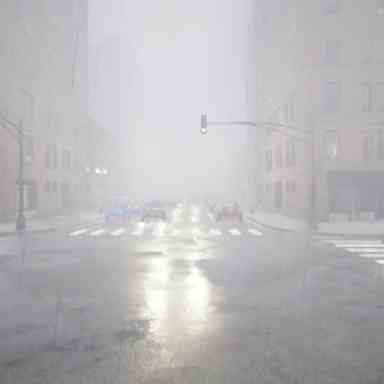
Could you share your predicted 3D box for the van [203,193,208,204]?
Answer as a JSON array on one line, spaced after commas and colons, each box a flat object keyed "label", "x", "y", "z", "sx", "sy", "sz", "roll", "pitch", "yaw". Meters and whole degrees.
[{"label": "van", "x": 2.903, "y": 1.241, "z": 48.845, "sx": 1.690, "sy": 1.788, "sz": 3.998, "roll": 0, "pitch": 0, "yaw": 0}]

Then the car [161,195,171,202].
[{"label": "car", "x": -5.526, "y": 1.375, "z": 71.379, "sx": 1.752, "sy": 1.417, "sz": 4.829, "roll": 0, "pitch": 0, "yaw": 0}]

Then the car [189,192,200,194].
[{"label": "car", "x": 0.312, "y": 1.076, "z": 66.605, "sx": 2.150, "sy": 2.045, "sz": 5.566, "roll": 0, "pitch": 0, "yaw": 0}]

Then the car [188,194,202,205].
[{"label": "car", "x": 0.270, "y": 1.447, "z": 56.573, "sx": 1.994, "sy": 1.385, "sz": 4.181, "roll": 0, "pitch": 0, "yaw": 0}]

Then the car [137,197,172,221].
[{"label": "car", "x": -2.949, "y": 1.449, "z": 27.033, "sx": 1.837, "sy": 1.490, "sz": 4.892, "roll": 0, "pitch": 0, "yaw": 0}]

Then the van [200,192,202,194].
[{"label": "van", "x": 2.976, "y": 1.203, "z": 65.852, "sx": 1.690, "sy": 1.788, "sz": 3.998, "roll": 0, "pitch": 0, "yaw": 0}]

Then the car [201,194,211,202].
[{"label": "car", "x": 3.000, "y": 1.288, "z": 71.522, "sx": 1.967, "sy": 1.590, "sz": 4.097, "roll": 0, "pitch": 0, "yaw": 0}]

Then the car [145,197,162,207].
[{"label": "car", "x": -5.623, "y": 1.467, "z": 48.876, "sx": 1.947, "sy": 1.339, "sz": 4.313, "roll": 0, "pitch": 0, "yaw": 0}]

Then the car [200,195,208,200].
[{"label": "car", "x": 3.073, "y": 1.372, "z": 88.530, "sx": 1.947, "sy": 1.339, "sz": 4.313, "roll": 0, "pitch": 0, "yaw": 0}]

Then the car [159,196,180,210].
[{"label": "car", "x": -2.865, "y": 1.516, "z": 42.049, "sx": 1.895, "sy": 1.301, "sz": 4.718, "roll": 0, "pitch": 0, "yaw": 1}]

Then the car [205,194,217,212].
[{"label": "car", "x": 2.855, "y": 1.364, "z": 37.506, "sx": 1.967, "sy": 1.590, "sz": 4.097, "roll": 0, "pitch": 0, "yaw": 0}]

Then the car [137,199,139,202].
[{"label": "car", "x": -5.695, "y": 1.376, "z": 31.871, "sx": 1.967, "sy": 1.590, "sz": 4.097, "roll": 0, "pitch": 0, "yaw": 0}]

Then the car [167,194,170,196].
[{"label": "car", "x": -5.574, "y": 1.442, "z": 60.212, "sx": 1.947, "sy": 1.339, "sz": 4.313, "roll": 0, "pitch": 0, "yaw": 0}]

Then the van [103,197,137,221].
[{"label": "van", "x": -5.720, "y": 1.288, "z": 26.202, "sx": 1.690, "sy": 1.788, "sz": 3.998, "roll": 0, "pitch": 0, "yaw": 0}]

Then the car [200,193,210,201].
[{"label": "car", "x": 3.024, "y": 1.149, "z": 77.191, "sx": 2.192, "sy": 1.841, "sz": 5.009, "roll": 0, "pitch": 0, "yaw": 0}]

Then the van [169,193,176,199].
[{"label": "van", "x": -5.428, "y": 1.134, "z": 94.221, "sx": 1.690, "sy": 1.788, "sz": 3.998, "roll": 0, "pitch": 0, "yaw": 0}]

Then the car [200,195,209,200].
[{"label": "car", "x": 3.049, "y": 1.386, "z": 82.861, "sx": 1.947, "sy": 1.339, "sz": 4.313, "roll": 0, "pitch": 0, "yaw": 0}]

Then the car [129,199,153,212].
[{"label": "car", "x": -5.671, "y": 1.490, "z": 37.539, "sx": 1.947, "sy": 1.339, "sz": 4.313, "roll": 0, "pitch": 0, "yaw": 0}]

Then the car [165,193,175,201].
[{"label": "car", "x": -5.477, "y": 1.136, "z": 82.885, "sx": 2.192, "sy": 1.841, "sz": 5.009, "roll": 0, "pitch": 0, "yaw": 0}]

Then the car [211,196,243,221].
[{"label": "car", "x": 2.806, "y": 1.386, "z": 26.168, "sx": 1.967, "sy": 1.590, "sz": 4.097, "roll": 0, "pitch": 0, "yaw": 0}]

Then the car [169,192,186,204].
[{"label": "car", "x": -2.713, "y": 1.267, "z": 60.786, "sx": 2.097, "sy": 1.767, "sz": 4.553, "roll": 0, "pitch": 0, "yaw": 0}]
